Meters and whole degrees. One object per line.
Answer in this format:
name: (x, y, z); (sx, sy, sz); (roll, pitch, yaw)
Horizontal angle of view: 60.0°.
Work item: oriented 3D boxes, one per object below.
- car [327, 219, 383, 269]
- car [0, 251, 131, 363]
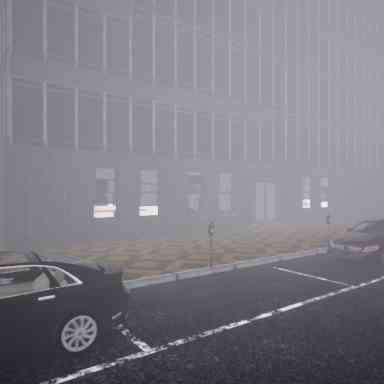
car: (6.250, 1.581, 11.051); (4.206, 1.307, 1.802); (0, 0, -36)
car: (-3.002, 1.551, 4.418); (4.403, 1.369, 2.008); (0, 0, -36)
